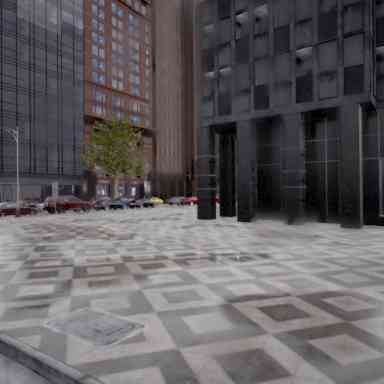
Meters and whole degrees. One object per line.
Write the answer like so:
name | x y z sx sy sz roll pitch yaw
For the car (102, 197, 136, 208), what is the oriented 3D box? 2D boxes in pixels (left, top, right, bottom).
car | -10.469 1.533 47.985 1.812 1.442 4.674 -1 0 35

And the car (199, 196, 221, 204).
car | 3.436 1.456 62.662 1.812 1.442 4.674 -1 0 35

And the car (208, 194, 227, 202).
car | 5.833 1.295 76.433 2.192 1.841 5.009 -1 0 35

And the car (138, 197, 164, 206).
car | -7.089 1.543 57.736 1.752 1.417 4.829 -1 0 35

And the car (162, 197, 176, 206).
car | -1.992 1.494 54.717 2.033 1.411 5.357 -1 0 35

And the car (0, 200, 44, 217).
car | -16.015 1.575 29.832 1.802 1.307 4.206 -1 0 35

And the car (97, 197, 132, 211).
car | -9.602 1.524 39.109 1.947 1.339 4.313 -1 0 35

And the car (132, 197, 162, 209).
car | -6.396 1.508 43.747 1.947 1.339 4.313 -1 0 35

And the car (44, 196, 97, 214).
car | -12.811 1.289 34.472 2.192 1.841 5.009 -1 0 35

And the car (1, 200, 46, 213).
car | -19.819 1.641 39.321 1.947 1.339 4.313 -1 0 35

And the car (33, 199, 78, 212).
car | -16.196 1.561 39.718 1.812 1.442 4.674 -1 0 34

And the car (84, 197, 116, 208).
car | -13.407 1.483 48.598 1.967 1.590 4.097 -1 0 35

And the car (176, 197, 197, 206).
car | 0.016 1.461 53.024 1.887 1.381 4.507 -1 0 35

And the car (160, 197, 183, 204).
car | -3.785 1.573 62.516 1.947 1.339 4.313 -1 0 35

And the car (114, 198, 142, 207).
car | -10.199 1.611 53.237 1.802 1.307 4.206 -1 0 35

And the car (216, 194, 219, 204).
car | 3.221 1.221 57.664 2.192 1.841 5.009 -1 0 35
